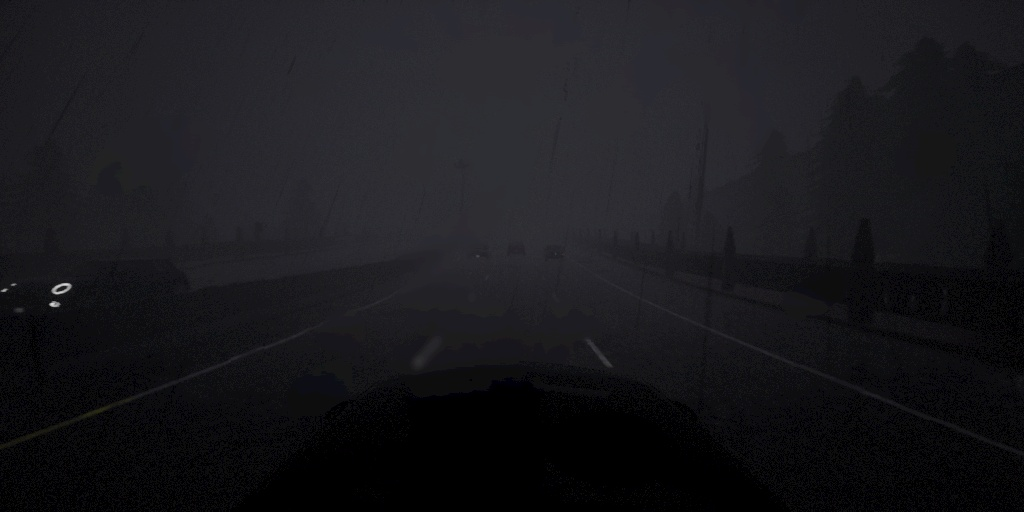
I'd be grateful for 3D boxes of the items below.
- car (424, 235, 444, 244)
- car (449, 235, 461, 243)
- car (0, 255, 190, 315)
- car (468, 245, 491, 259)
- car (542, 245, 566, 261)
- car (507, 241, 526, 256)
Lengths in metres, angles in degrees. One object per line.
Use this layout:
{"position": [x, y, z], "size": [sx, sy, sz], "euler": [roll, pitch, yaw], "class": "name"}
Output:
{"position": [-13.269, -2.976, 63.071], "size": [2.033, 1.411, 5.357], "euler": [0, 5, 1], "class": "car"}
{"position": [-9.778, -2.954, 63.172], "size": [1.994, 1.385, 4.181], "euler": [0, 5, 1], "class": "car"}
{"position": [-13.997, 0.881, 12.424], "size": [2.097, 1.767, 4.553], "euler": [0, 2, 1], "class": "car"}
{"position": [-3.073, -0.463, 35.211], "size": [1.895, 1.301, 4.718], "euler": [0, 5, 1], "class": "car"}
{"position": [3.895, -0.347, 33.636], "size": [2.033, 1.411, 5.357], "euler": [0, 5, 1], "class": "car"}
{"position": [0.506, -0.917, 39.229], "size": [1.882, 1.535, 5.008], "euler": [0, 5, 1], "class": "car"}
